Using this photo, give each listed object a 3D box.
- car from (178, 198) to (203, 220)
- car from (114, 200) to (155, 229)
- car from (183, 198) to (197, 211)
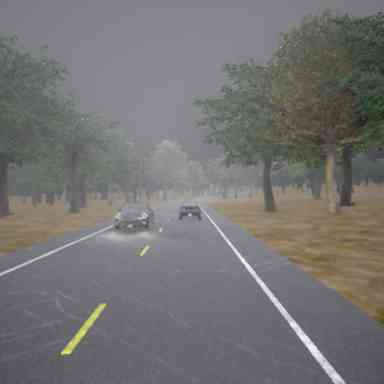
[{"bbox_3d":[-0.163,1.560,28.909,1.837,1.490,4.892,0,0,0],"label":"car"},{"bbox_3d":[-3.655,1.416,21.829,2.097,1.767,4.553,0,0,0],"label":"car"},{"bbox_3d":[-0.261,1.644,45.212,1.837,1.490,4.892,0,0,0],"label":"car"}]
